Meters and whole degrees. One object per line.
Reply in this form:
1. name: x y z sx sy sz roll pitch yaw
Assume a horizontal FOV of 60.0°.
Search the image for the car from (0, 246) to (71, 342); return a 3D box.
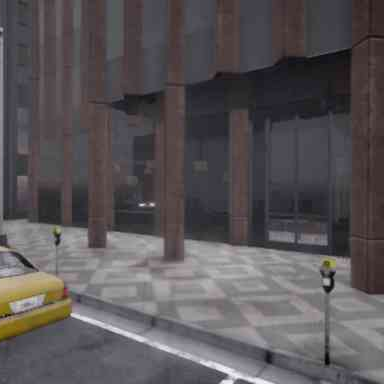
1. car: -4.130 1.482 5.901 4.829 1.417 1.752 0 0 35
